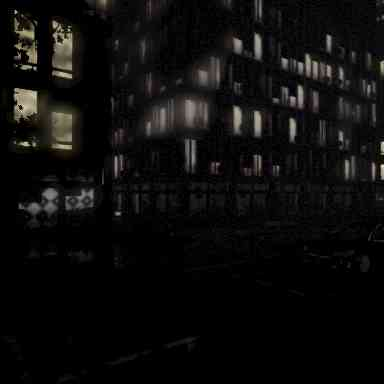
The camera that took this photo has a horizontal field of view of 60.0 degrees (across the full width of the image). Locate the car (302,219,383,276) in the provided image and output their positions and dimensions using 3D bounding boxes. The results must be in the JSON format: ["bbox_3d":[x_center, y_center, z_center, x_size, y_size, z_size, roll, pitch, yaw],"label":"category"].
[{"bbox_3d":[5.200,1.549,10.265,4.403,1.369,2.008,0,0,-35],"label":"car"}]
